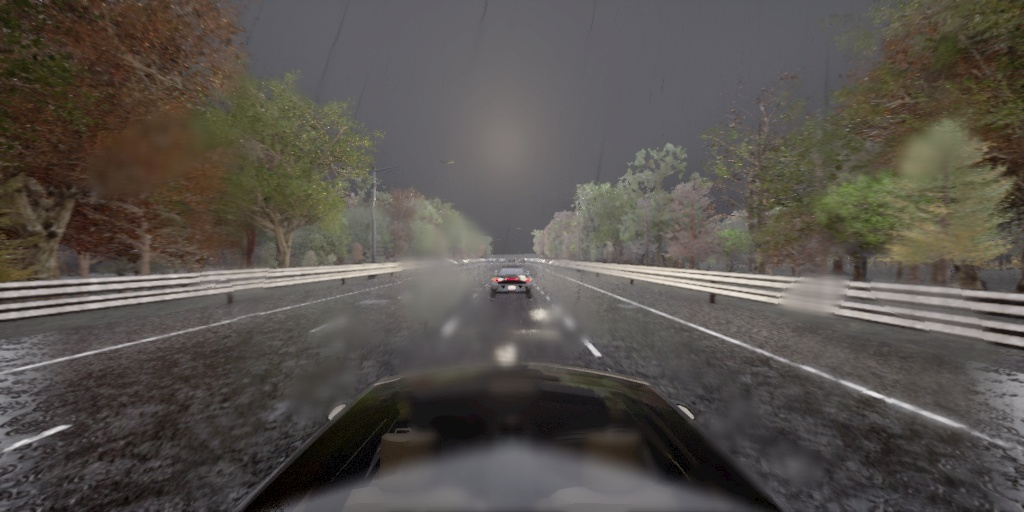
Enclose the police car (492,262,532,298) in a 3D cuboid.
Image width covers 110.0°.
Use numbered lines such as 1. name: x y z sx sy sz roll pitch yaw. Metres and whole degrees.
1. police car: -0.005 1.266 18.816 2.038 1.542 4.974 0 0 0
